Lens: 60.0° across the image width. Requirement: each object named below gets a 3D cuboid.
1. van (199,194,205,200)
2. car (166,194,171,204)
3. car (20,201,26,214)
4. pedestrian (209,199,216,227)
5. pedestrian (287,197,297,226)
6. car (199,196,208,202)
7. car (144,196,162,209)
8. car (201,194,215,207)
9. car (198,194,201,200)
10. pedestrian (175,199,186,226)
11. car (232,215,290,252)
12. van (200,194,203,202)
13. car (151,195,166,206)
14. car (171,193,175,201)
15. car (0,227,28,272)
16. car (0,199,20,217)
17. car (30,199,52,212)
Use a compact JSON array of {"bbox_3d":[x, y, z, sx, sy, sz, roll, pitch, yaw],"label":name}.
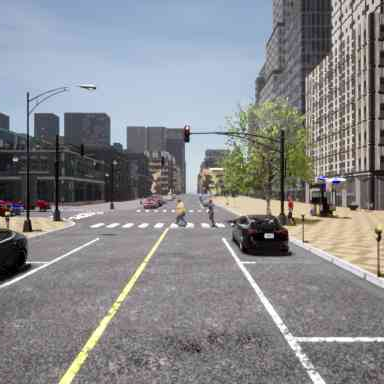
[{"bbox_3d":[2.725,1.349,90.576,1.690,1.788,3.998,0,0,0],"label":"van"},{"bbox_3d":[-5.666,1.555,62.822,2.008,1.369,4.403,0,0,0],"label":"car"},{"bbox_3d":[-17.363,1.322,29.371,4.674,1.442,1.812,1,0,-2],"label":"car"},{"bbox_3d":[1.274,1.295,21.345,0.375,1.860,0.375,0,0,0],"label":"pedestrian"},{"bbox_3d":[6.103,1.143,20.648,0.375,1.860,0.375,0,0,0],"label":"pedestrian"},{"bbox_3d":[2.720,1.573,79.474,1.947,1.339,4.313,0,0,0],"label":"car"},{"bbox_3d":[-5.672,1.585,46.168,1.802,1.307,4.206,0,0,0],"label":"car"},{"bbox_3d":[2.711,1.529,51.889,1.752,1.417,4.829,0,0,0],"label":"car"},{"bbox_3d":[2.716,1.556,68.372,2.008,1.369,4.403,0,0,0],"label":"car"},{"bbox_3d":[-0.746,1.295,21.860,0.375,1.860,0.375,0,0,0],"label":"pedestrian"},{"bbox_3d":[2.698,1.567,13.690,1.947,1.339,4.313,0,0,0],"label":"car"},{"bbox_3d":[2.714,1.345,57.270,1.690,1.788,3.998,0,0,0],"label":"van"},{"bbox_3d":[-5.669,1.318,51.719,2.192,1.841,5.009,0,0,0],"label":"car"},{"bbox_3d":[-5.661,1.532,79.304,1.752,1.417,4.829,0,0,0],"label":"car"},{"bbox_3d":[-5.684,1.566,8.153,1.947,1.339,4.313,0,0,0],"label":"car"},{"bbox_3d":[-17.139,1.101,26.800,5.009,1.841,2.192,1,-1,-1],"label":"car"},{"bbox_3d":[-17.257,1.372,35.175,4.507,1.381,1.887,1,-1,-1],"label":"car"}]
